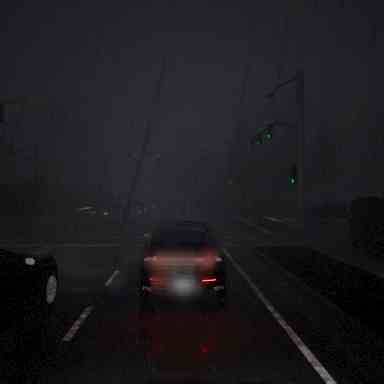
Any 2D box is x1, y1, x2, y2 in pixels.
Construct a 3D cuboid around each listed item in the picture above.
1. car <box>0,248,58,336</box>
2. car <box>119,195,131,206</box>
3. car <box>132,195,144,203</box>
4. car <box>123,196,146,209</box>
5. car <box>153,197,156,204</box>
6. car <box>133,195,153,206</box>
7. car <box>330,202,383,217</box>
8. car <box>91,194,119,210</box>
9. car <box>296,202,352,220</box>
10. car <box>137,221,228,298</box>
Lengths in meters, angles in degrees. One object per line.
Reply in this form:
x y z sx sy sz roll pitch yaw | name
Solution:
-3.612 1.478 4.854 1.882 1.535 5.008 0 0 -2 | car
-11.587 1.505 53.248 1.837 1.490 4.892 0 0 -1 | car
-11.840 1.478 73.229 1.882 1.535 5.008 0 0 -1 | car
-7.977 1.601 46.483 1.895 1.301 4.718 0 0 -1 | car
-8.234 1.526 65.070 1.812 1.442 4.674 0 0 -1 | car
-8.115 1.564 55.250 1.994 1.385 4.181 0 0 -1 | car
15.467 1.601 30.676 4.718 1.301 1.895 0 0 0 | car
-11.435 1.221 43.420 2.150 2.045 5.566 0 0 -2 | car
11.395 1.547 27.211 5.357 1.411 2.033 0 0 0 | car
-0.245 1.492 8.518 2.128 1.511 4.902 0 0 -2 | car
